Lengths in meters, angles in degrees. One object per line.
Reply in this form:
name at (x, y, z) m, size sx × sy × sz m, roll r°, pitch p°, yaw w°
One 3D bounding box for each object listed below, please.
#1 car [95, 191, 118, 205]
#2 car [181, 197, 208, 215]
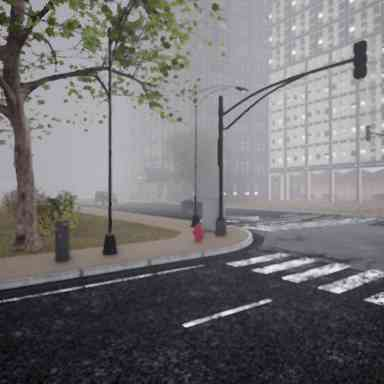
car at (-12.997, 0.850, 50.214) m, size 2.150 × 2.045 × 5.566 m, roll 0°, pitch 0°, yaw -33°
car at (0.831, 1.166, 29.458) m, size 2.128 × 1.511 × 4.902 m, roll 0°, pitch 0°, yaw -34°
